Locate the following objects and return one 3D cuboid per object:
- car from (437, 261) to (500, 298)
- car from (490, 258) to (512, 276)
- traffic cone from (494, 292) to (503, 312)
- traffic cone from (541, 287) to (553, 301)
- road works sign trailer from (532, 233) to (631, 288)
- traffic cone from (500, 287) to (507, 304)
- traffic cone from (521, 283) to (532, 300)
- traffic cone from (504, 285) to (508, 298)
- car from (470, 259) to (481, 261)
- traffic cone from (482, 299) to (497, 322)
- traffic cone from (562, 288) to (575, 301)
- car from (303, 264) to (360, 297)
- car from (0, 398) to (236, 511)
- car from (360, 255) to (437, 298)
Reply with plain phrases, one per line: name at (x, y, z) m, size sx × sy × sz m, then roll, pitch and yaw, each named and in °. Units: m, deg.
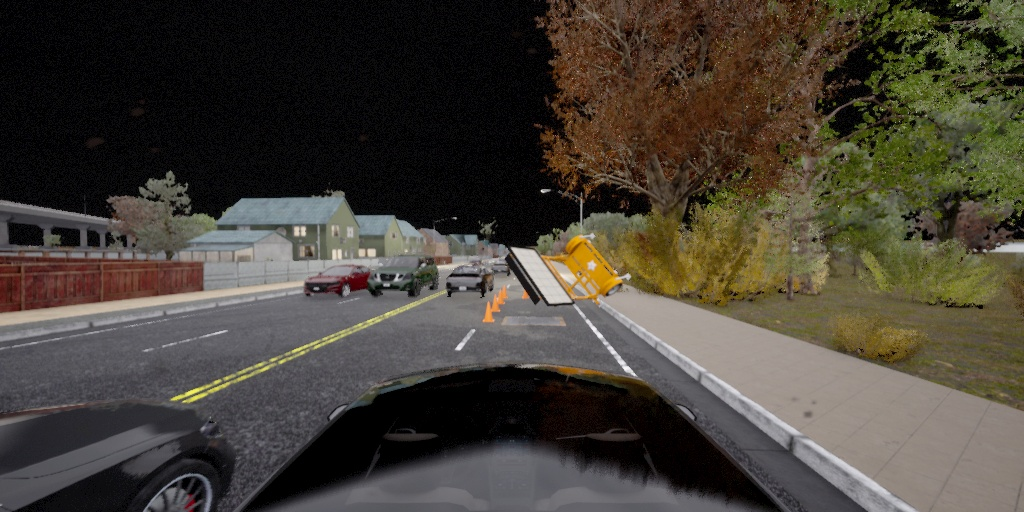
car at (-2.039, 1.216, 18.419) m, size 2.128 × 1.511 × 4.902 m, roll 0°, pitch 0°, yaw 3°
car at (-0.997, 1.178, 35.996) m, size 2.128 × 1.511 × 4.902 m, roll 0°, pitch 0°, yaw 3°
traffic cone at (-0.592, 1.689, 12.918) m, size 0.340 × 0.580 × 0.340 m, roll 0°, pitch 0°, yaw 3°
traffic cone at (1.640, 1.682, 16.794) m, size 0.340 × 0.580 × 0.340 m, roll 0°, pitch 0°, yaw 3°
road works sign trailer at (2.686, -0.844, 13.197) m, size 2.880 × 3.560 × 2.380 m, roll 0°, pitch 0°, yaw -42°
traffic cone at (-0.474, 1.685, 14.915) m, size 0.340 × 0.580 × 0.340 m, roll 0°, pitch 0°, yaw 3°
traffic cone at (0.642, 1.682, 16.852) m, size 0.340 × 0.580 × 0.340 m, roll 0°, pitch 0°, yaw 4°
traffic cone at (-0.356, 1.682, 16.911) m, size 0.340 × 0.580 × 0.340 m, roll 0°, pitch 0°, yaw 3°
car at (-6.185, 1.179, 61.212) m, size 1.994 × 1.385 × 4.181 m, roll 0°, pitch 0°, yaw 4°
traffic cone at (-0.711, 1.692, 10.922) m, size 0.340 × 0.580 × 0.340 m, roll 0°, pitch 0°, yaw 3°
traffic cone at (2.638, 1.682, 16.733) m, size 0.340 × 0.580 × 0.340 m, roll 0°, pitch 0°, yaw 4°
car at (-8.731, 1.201, 18.761) m, size 1.882 × 1.535 × 5.008 m, roll 0°, pitch 0°, yaw 3°
car at (-3.086, 1.277, 0.738) m, size 1.812 × 1.442 × 4.674 m, roll 0°, pitch 0°, yaw 3°
car at (-5.470, 0.945, 18.850) m, size 2.150 × 2.045 × 5.566 m, roll 0°, pitch 0°, yaw 3°
